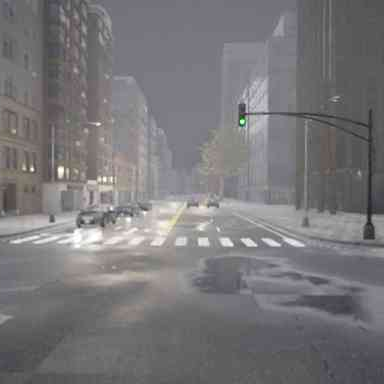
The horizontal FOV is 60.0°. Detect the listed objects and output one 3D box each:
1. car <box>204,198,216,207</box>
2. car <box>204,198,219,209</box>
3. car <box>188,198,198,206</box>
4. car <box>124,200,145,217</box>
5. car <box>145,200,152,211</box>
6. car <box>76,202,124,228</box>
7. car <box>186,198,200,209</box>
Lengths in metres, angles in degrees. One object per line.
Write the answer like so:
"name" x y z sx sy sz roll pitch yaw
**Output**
"car" 3.414 1.921 63.841 1.882 1.535 5.008 0 0 0
"car" 3.389 1.908 53.836 1.812 1.442 4.674 0 0 0
"car" 0.164 1.925 63.849 1.837 1.490 4.892 0 0 0
"car" -6.503 1.725 33.711 2.033 1.411 5.357 0 0 0
"car" -6.468 1.796 44.259 2.033 1.411 5.357 0 0 1
"car" -6.527 1.597 23.231 2.128 1.511 4.902 0 0 0
"car" 0.138 1.848 53.427 2.128 1.511 4.902 0 0 0
